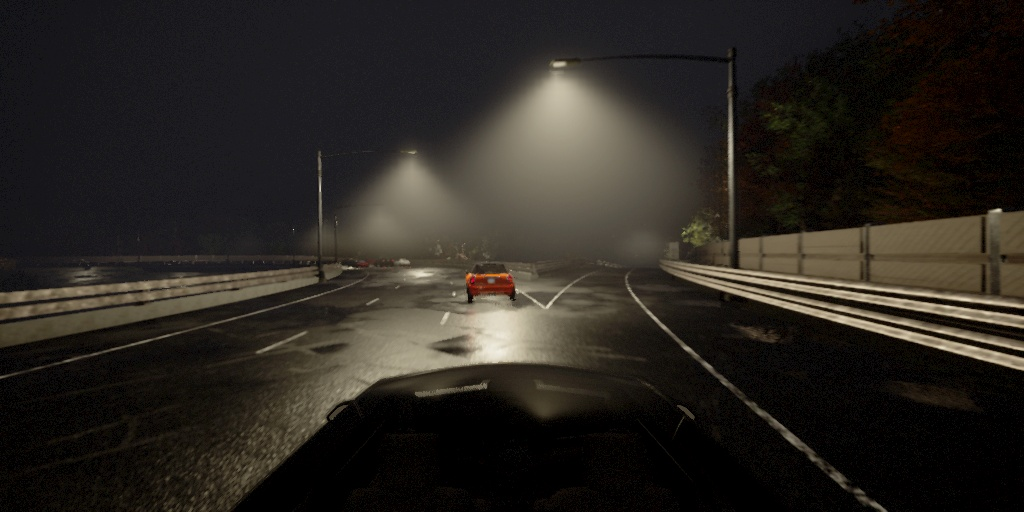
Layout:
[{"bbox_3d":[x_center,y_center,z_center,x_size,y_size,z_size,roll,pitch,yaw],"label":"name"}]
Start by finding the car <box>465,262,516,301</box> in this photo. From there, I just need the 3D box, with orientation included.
[{"bbox_3d":[-1.136,1.047,17.103,2.097,1.767,4.553,-1,0,-8],"label":"car"}]
